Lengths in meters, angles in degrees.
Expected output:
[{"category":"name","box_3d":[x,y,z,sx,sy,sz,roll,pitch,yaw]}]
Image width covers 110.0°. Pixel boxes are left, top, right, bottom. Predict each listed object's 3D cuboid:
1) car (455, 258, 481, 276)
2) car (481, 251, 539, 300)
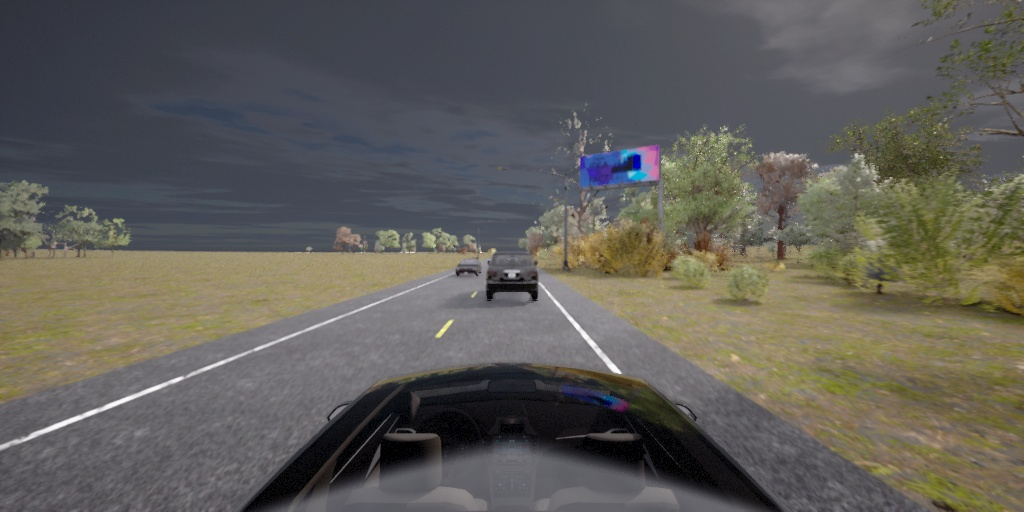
[{"category":"car","box_3d":[-3.528,0.908,30.216,2.033,1.411,5.357,0,1,0]},{"category":"car","box_3d":[0.024,0.774,16.328,2.150,2.045,5.566,0,1,1]}]
